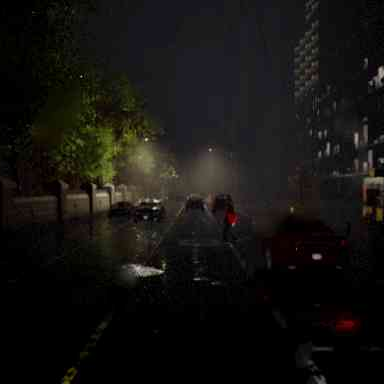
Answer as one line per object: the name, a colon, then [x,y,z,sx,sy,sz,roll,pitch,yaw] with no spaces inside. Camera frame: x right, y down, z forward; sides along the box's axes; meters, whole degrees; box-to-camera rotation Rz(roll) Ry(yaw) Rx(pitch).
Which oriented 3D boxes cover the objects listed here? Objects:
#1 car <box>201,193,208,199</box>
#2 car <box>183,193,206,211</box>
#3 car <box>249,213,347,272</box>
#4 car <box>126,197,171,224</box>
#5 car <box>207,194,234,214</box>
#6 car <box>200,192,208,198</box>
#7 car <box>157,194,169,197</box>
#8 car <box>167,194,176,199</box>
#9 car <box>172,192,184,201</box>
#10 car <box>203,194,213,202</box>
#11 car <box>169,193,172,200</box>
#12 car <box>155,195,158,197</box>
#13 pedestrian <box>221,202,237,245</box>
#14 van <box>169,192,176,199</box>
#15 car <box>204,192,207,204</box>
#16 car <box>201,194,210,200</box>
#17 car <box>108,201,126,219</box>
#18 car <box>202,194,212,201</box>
car: [3.251,1.026,88.902,1.752,1.417,4.829,0,0,0]
car: [0.313,1.254,36.550,1.882,1.535,5.008,0,1,1]
car: [3.065,1.410,10.594,1.882,1.535,5.008,0,0,0]
car: [-2.951,1.346,23.694,2.128,1.511,4.902,0,0,0]
car: [2.893,1.116,32.411,2.192,1.841,5.009,0,0,0]
car: [3.286,0.791,94.364,2.192,1.841,5.009,0,0,0]
car: [-5.344,1.107,54.994,1.967,1.590,4.097,0,0,0]
car: [-5.166,1.095,83.154,1.947,1.339,4.313,0,0,0]
car: [-2.563,1.175,69.089,1.994,1.385,4.181,0,0,0]
car: [3.107,1.152,66.204,1.887,1.381,4.507,0,0,0]
car: [-5.308,1.187,60.625,2.008,1.369,4.403,0,0,0]
car: [-5.452,1.319,38.099,2.008,1.369,4.403,0,0,0]
pedestrian: [1.513,1.209,13.524,0.375,1.860,0.375,0,0,-3]
van: [-5.130,0.843,88.785,1.690,1.788,3.998,0,0,0]
car: [3.037,1.191,55.111,1.752,1.417,4.829,0,0,0]
car: [3.178,1.099,77.468,1.887,1.381,4.507,0,0,0]
car: [-5.523,1.418,26.834,1.802,1.307,4.206,0,0,0]
car: [3.143,1.147,71.836,1.947,1.339,4.313,0,0,0]
